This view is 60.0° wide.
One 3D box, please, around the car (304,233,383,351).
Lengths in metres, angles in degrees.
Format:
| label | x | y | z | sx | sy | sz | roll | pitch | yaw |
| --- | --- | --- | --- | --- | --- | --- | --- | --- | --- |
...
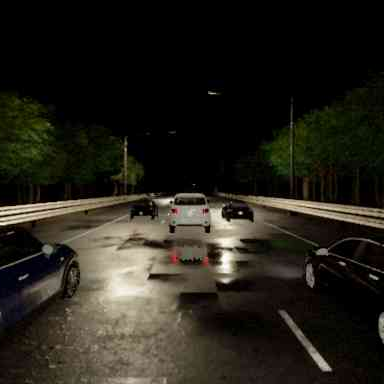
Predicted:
| label | x | y | z | sx | sy | sz | roll | pitch | yaw |
| --- | --- | --- | --- | --- | --- | --- | --- | --- | --- |
| car | 3.517 | 1.476 | 5.829 | 1.837 | 1.490 | 4.892 | 0 | 0 | -1 |

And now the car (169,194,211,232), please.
| label | x | y | z | sx | sy | sz | roll | pitch | yaw |
| --- | --- | --- | --- | --- | --- | --- | --- | --- | --- |
| car | -0.125 | 1.092 | 19.114 | 2.150 | 2.045 | 5.566 | 0 | 0 | -1 |

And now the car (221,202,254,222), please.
| label | x | y | z | sx | sy | sz | roll | pitch | yaw |
| --- | --- | --- | --- | --- | --- | --- | --- | --- | --- |
| car | 3.314 | 1.400 | 24.866 | 1.994 | 1.385 | 4.181 | 0 | 0 | -1 |

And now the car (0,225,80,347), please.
| label | x | y | z | sx | sy | sz | roll | pitch | yaw |
| --- | --- | --- | --- | --- | --- | --- | --- | --- | --- |
| car | -3.477 | 1.311 | 5.419 | 2.097 | 1.767 | 4.553 | 0 | 0 | -1 |

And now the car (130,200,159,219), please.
| label | x | y | z | sx | sy | sz | roll | pitch | yaw |
| --- | --- | --- | --- | --- | --- | --- | --- | --- | --- |
| car | -3.701 | 1.337 | 26.306 | 1.812 | 1.442 | 4.674 | 0 | 0 | -1 |

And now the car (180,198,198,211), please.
| label | x | y | z | sx | sy | sz | roll | pitch | yaw |
| --- | --- | --- | --- | --- | --- | --- | --- | --- | --- |
| car | -0.322 | 1.338 | 37.526 | 1.895 | 1.301 | 4.718 | 0 | 0 | -1 |
